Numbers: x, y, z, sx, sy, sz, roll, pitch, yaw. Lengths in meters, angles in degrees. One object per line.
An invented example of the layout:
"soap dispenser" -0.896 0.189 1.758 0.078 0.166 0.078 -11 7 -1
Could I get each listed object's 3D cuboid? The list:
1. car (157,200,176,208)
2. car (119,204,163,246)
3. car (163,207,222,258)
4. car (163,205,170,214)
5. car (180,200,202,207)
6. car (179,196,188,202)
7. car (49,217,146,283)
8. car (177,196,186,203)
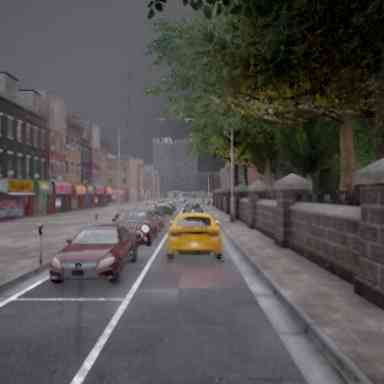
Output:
"car" -3.022 1.740 35.180 1.812 1.442 4.674 0 0 0
"car" -2.639 1.534 15.457 1.967 1.590 4.097 0 0 0
"car" 0.086 1.558 13.165 1.882 1.535 5.008 0 0 0
"car" -2.638 1.711 21.131 1.802 1.307 4.206 0 0 0
"car" 0.094 1.766 33.208 1.994 1.385 4.181 0 0 0
"car" -2.636 2.041 81.947 1.752 1.417 4.829 0 0 0
"car" -2.639 1.642 9.781 1.802 1.307 4.206 0 0 0
"car" -2.636 1.868 87.570 2.192 1.841 5.009 0 0 0
